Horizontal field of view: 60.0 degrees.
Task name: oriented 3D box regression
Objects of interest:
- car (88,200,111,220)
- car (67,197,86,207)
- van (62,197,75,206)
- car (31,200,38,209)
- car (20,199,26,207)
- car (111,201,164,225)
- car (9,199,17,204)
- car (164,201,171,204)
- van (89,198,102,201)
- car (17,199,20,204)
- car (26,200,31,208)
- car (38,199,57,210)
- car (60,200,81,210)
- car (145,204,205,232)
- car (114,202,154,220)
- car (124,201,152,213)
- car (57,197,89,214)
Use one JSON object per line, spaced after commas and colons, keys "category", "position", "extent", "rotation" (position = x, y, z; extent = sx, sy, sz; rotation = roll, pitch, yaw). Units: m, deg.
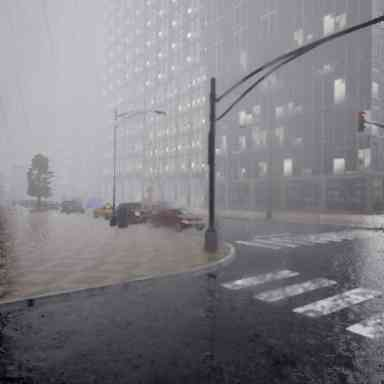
{"category": "car", "position": [-7.323, 1.687, 29.505], "extent": [1.752, 1.417, 4.829], "rotation": [0, -1, -35]}
{"category": "car", "position": [-23.344, 1.989, 67.053], "extent": [2.192, 1.841, 5.009], "rotation": [0, -1, -35]}
{"category": "van", "position": [-26.600, 2.070, 71.711], "extent": [1.690, 1.788, 3.998], "rotation": [0, -1, -35]}
{"category": "car", "position": [-23.700, 2.002, 52.934], "extent": [1.947, 1.339, 4.313], "rotation": [0, -1, -35]}
{"category": "car", "position": [-30.213, 2.096, 62.251], "extent": [2.008, 1.369, 4.403], "rotation": [0, -1, -35]}
{"category": "car", "position": [-4.165, 1.549, 24.986], "extent": [1.967, 1.590, 4.097], "rotation": [0, -1, -35]}
{"category": "car", "position": [-39.981, 2.260, 76.226], "extent": [2.008, 1.369, 4.403], "rotation": [0, -1, -35]}
{"category": "car", "position": [-3.808, 1.786, 39.103], "extent": [1.967, 1.590, 4.097], "rotation": [0, -1, -35]}
{"category": "van", "position": [-16.832, 1.906, 57.736], "extent": [1.690, 1.788, 3.998], "rotation": [0, -1, -35]}
{"category": "car", "position": [-33.468, 2.182, 66.909], "extent": [1.802, 1.307, 4.206], "rotation": [0, -1, -35]}
{"category": "car", "position": [-26.956, 2.036, 57.593], "extent": [1.887, 1.381, 4.507], "rotation": [0, -1, -35]}
{"category": "car", "position": [-20.444, 1.932, 48.276], "extent": [2.008, 1.369, 4.403], "rotation": [0, -1, -35]}
{"category": "car", "position": [-18.279, 1.933, 49.874], "extent": [1.837, 1.490, 4.892], "rotation": [1, -2, -35]}
{"category": "car", "position": [-0.909, 1.636, 20.326], "extent": [1.802, 1.307, 4.206], "rotation": [0, -1, -35]}
{"category": "car", "position": [-5.563, 1.712, 31.524], "extent": [1.837, 1.490, 4.892], "rotation": [1, -1, -35]}
{"category": "car", "position": [-7.161, 1.928, 43.899], "extent": [1.752, 1.417, 4.829], "rotation": [0, -1, -35]}
{"category": "car", "position": [-13.933, 1.712, 38.961], "extent": [1.967, 1.590, 4.097], "rotation": [0, -1, -35]}
